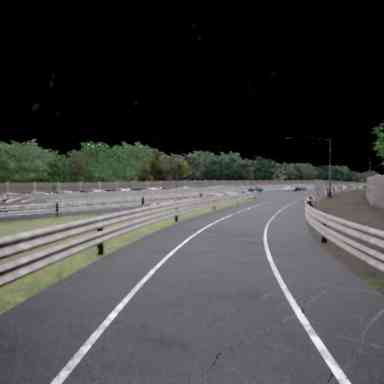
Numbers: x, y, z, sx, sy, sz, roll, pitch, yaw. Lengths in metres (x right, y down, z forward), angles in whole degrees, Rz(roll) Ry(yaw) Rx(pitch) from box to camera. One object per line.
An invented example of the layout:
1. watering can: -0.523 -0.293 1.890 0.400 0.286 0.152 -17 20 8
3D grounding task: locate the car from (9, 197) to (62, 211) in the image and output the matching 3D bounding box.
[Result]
1. car: -16.055 1.403 34.927 1.812 1.442 4.674 1 3 42

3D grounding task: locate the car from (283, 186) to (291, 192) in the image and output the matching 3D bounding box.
1. car: 24.902 -0.800 85.088 1.812 1.442 4.674 1 3 42

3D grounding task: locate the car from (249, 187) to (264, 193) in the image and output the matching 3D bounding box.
1. car: 15.581 -0.587 80.050 1.882 1.535 5.008 1 3 42

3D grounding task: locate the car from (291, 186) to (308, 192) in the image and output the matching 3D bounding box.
1. car: 27.133 -0.773 82.338 1.837 1.490 4.892 1 3 42

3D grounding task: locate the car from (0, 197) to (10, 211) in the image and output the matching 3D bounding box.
1. car: -18.643 1.343 37.282 1.812 1.442 4.674 1 3 42
